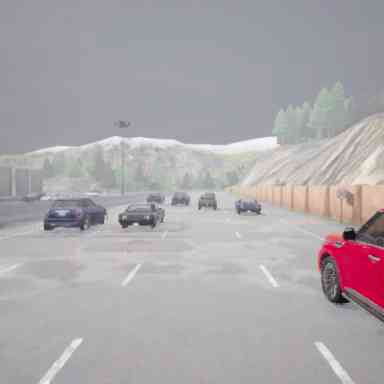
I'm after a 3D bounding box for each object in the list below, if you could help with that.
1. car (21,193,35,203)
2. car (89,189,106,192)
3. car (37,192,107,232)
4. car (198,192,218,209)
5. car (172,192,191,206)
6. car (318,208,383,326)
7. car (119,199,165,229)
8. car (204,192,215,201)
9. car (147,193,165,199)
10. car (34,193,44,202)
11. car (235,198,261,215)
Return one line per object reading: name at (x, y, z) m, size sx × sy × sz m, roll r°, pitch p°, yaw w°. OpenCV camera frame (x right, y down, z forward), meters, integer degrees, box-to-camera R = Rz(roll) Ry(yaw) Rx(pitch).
car at (-22.247, 0.834, 47.372) m, size 1.882 × 1.535 × 5.008 m, roll 0°, pitch 1°, yaw 4°
car at (-14.967, 0.516, 51.993) m, size 2.150 × 2.045 × 5.566 m, roll 0°, pitch 1°, yaw 4°
car at (-6.301, 1.099, 18.527) m, size 2.097 × 1.767 × 4.553 m, roll 0°, pitch 1°, yaw 3°
car at (1.698, 1.009, 35.589) m, size 2.128 × 1.511 × 4.902 m, roll 0°, pitch 1°, yaw 4°
car at (-1.347, 0.774, 42.732) m, size 2.097 × 1.767 × 4.553 m, roll 0°, pitch 1°, yaw 4°
car at (3.655, 1.157, 4.643) m, size 2.150 × 2.045 × 5.566 m, roll 0°, pitch 1°, yaw 2°
car at (-2.783, 1.336, 19.478) m, size 1.895 × 1.301 × 4.718 m, roll 0°, pitch 1°, yaw 3°
car at (2.998, 0.703, 57.376) m, size 1.882 × 1.535 × 5.008 m, roll 0°, pitch 0°, yaw 3°
car at (-4.759, 0.905, 44.271) m, size 1.837 × 1.490 × 4.892 m, roll 0°, pitch 1°, yaw 4°
car at (-18.895, 0.914, 45.043) m, size 1.812 × 1.442 × 4.674 m, roll 0°, pitch 1°, yaw 4°
car at (4.764, 1.209, 28.979) m, size 1.895 × 1.301 × 4.718 m, roll 0°, pitch 1°, yaw 4°
